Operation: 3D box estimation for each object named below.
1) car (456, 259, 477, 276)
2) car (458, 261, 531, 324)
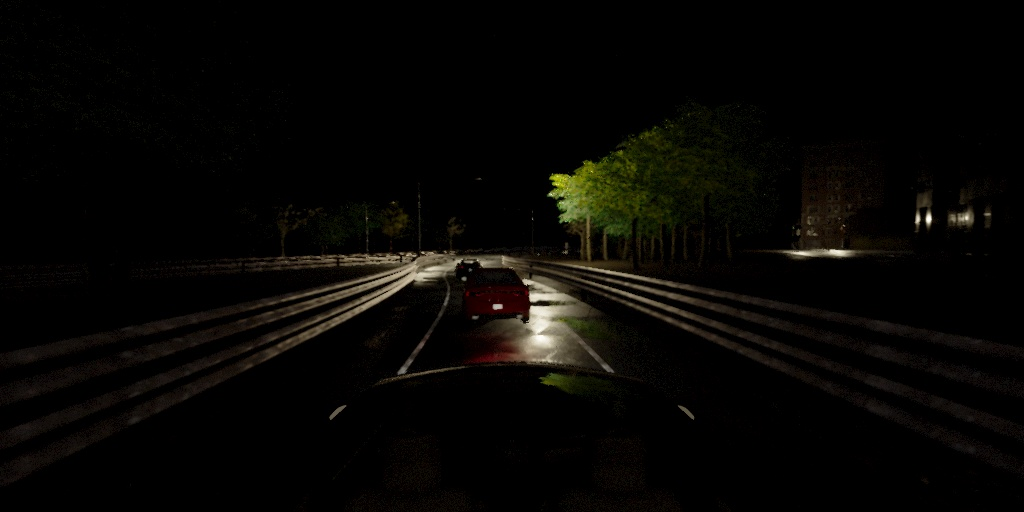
[{"bbox_3d":[-3.367,0.930,28.188,1.994,1.385,4.181,-1,1,-11],"label":"car"},{"bbox_3d":[-0.602,1.094,11.539,1.882,1.535,5.008,0,1,-6],"label":"car"}]
